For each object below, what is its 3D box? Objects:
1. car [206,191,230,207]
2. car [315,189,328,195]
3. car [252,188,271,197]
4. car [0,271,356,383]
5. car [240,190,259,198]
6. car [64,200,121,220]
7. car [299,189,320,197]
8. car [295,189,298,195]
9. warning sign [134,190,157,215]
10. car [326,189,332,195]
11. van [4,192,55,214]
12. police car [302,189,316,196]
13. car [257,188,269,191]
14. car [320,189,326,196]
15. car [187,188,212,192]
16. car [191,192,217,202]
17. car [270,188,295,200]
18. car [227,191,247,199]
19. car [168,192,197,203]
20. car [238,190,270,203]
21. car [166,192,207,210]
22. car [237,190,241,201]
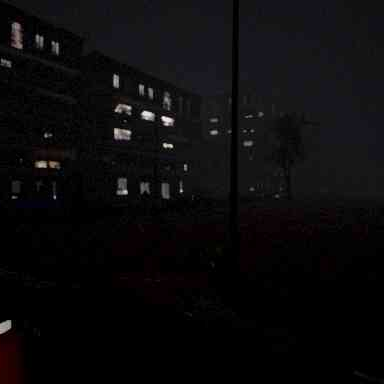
[{"bbox_3d":[2.419,0.964,37.777,2.008,1.369,4.403,2,2,35],"label":"car"},{"bbox_3d":[33.146,-0.030,85.136,1.801,1.575,5.366,1,1,35],"label":"car"},{"bbox_3d":[14.624,0.102,69.985,2.192,1.841,5.009,2,2,35],"label":"car"},{"bbox_3d":[-0.763,1.533,3.414,4.507,1.381,1.887,0,1,36],"label":"car"},{"bbox_3d":[11.343,0.401,65.279,1.752,1.417,4.829,2,2,35],"label":"car"},{"bbox_3d":[-7.121,1.243,24.063,1.947,1.339,4.313,2,2,35],"label":"car"},{"bbox_3d":[24.680,0.357,69.779,2.008,1.369,4.403,2,2,35],"label":"car"},{"bbox_3d":[24.163,-0.156,83.699,2.192,1.841,5.009,2,2,35],"label":"car"},{"bbox_3d":[-3.501,0.775,25.140,1.300,1.860,1.060,0,0,35],"label":"warning sign"},{"bbox_3d":[34.221,-0.011,83.490,1.967,1.590,4.097,2,2,35],"label":"car"},{"bbox_3d":[-13.998,0.913,28.841,1.690,1.788,3.998,2,2,35],"label":"van"},{"bbox_3d":[27.222,0.092,76.962,1.930,1.638,5.238,1,1,32],"label":"police car"},{"bbox_3d":[12.727,0.527,57.325,2.128,1.511,4.902,1,1,35],"label":"car"},{"bbox_3d":[27.859,0.271,74.350,2.008,1.369,4.403,2,2,35],"label":"car"},{"bbox_3d":[0.808,0.474,45.586,2.150,2.045,5.566,1,2,35],"label":"car"},{"bbox_3d":[1.900,0.684,51.705,2.008,1.369,4.403,2,2,35],"label":"car"},{"bbox_3d":[15.237,0.587,56.203,1.752,1.417,4.829,2,2,35],"label":"car"},{"bbox_3d":[8.260,0.525,60.849,1.947,1.339,4.313,2,2,35],"label":"car"},{"bbox_3d":[-1.280,0.786,47.134,1.947,1.339,4.313,2,2,35],"label":"car"},{"bbox_3d":[8.779,0.789,46.920,2.008,1.369,4.403,2,2,35],"label":"car"},{"bbox_3d":[-0.762,1.046,33.204,1.887,1.381,4.507,2,2,35],"label":"car"},{"bbox_3d":[7.031,0.546,49.049,2.097,1.767,4.553,1,2,35],"label":"car"}]
